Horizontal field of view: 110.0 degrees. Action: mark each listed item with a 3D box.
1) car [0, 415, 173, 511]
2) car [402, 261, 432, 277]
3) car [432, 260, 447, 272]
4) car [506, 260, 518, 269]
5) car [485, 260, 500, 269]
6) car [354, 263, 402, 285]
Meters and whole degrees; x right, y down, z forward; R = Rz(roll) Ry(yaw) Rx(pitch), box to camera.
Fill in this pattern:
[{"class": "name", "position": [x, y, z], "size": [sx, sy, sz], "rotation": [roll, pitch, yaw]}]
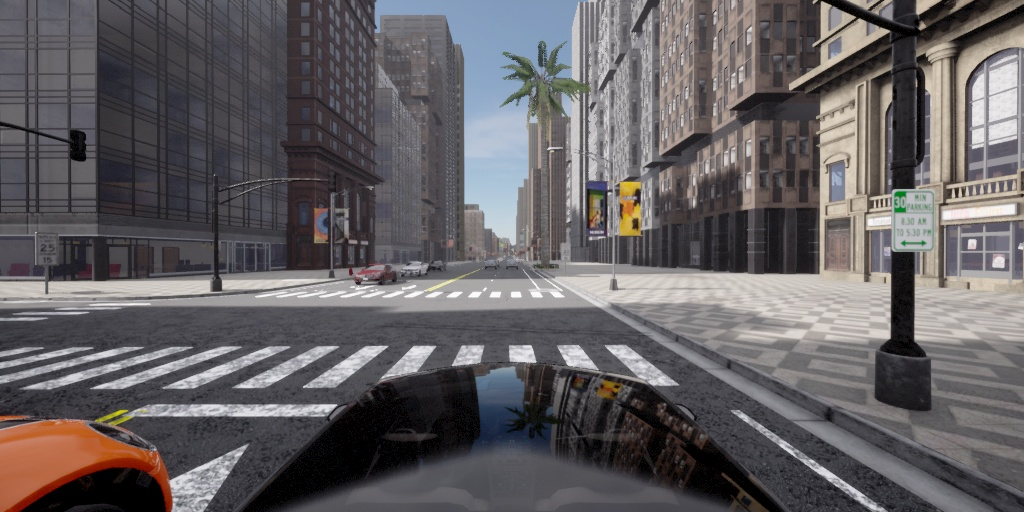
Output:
[{"class": "car", "position": [-3.150, 1.102, 0.298], "size": [2.097, 1.767, 4.553], "rotation": [0, 0, 0]}, {"class": "car", "position": [-9.839, 1.287, 36.426], "size": [1.812, 1.442, 4.674], "rotation": [0, 0, 0]}, {"class": "car", "position": [-9.831, 1.277, 47.225], "size": [1.837, 1.490, 4.892], "rotation": [0, 0, 1]}, {"class": "car", "position": [0.011, 1.335, 55.777], "size": [2.033, 1.411, 5.357], "rotation": [0, 0, 0]}, {"class": "car", "position": [-3.239, 1.335, 55.777], "size": [2.033, 1.411, 5.357], "rotation": [0, 0, 0]}, {"class": "car", "position": [-9.847, 1.281, 26.317], "size": [1.812, 1.442, 4.674], "rotation": [0, 0, -1]}]
